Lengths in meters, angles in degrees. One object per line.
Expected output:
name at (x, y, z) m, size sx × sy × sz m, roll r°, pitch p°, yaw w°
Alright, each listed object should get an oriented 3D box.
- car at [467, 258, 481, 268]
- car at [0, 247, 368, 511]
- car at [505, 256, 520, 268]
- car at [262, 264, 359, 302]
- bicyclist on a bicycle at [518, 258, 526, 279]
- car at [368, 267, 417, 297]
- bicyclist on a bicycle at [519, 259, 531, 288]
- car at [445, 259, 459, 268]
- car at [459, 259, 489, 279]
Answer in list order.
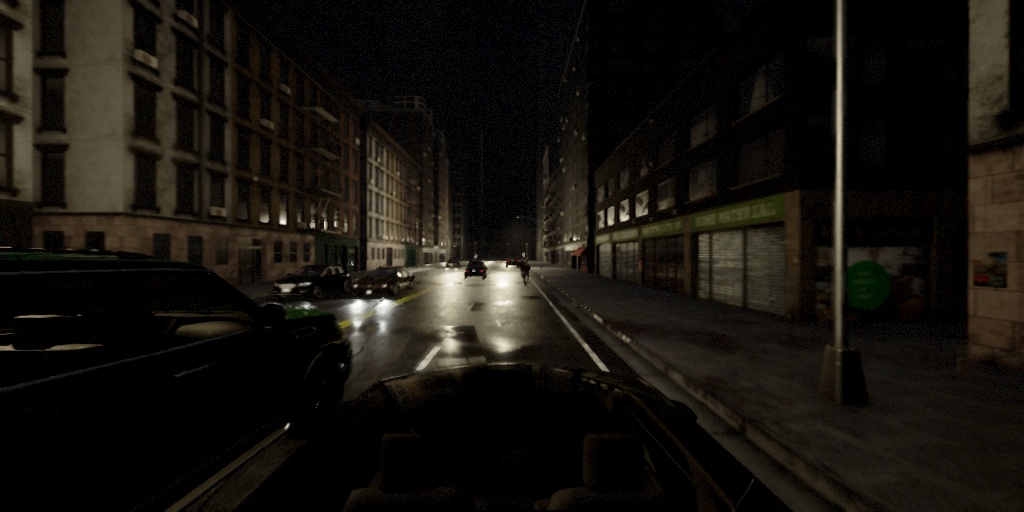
car at (-6.521, 1.196, 61.595) m, size 1.882 × 1.535 × 5.008 m, roll 0°, pitch 0°, yaw 1°
car at (-3.151, 0.971, 2.282) m, size 2.150 × 2.045 × 5.566 m, roll 0°, pitch 0°, yaw 0°
car at (0.067, 0.942, 59.693) m, size 2.150 × 2.045 × 5.566 m, roll 0°, pitch 0°, yaw 0°
car at (-9.845, 1.233, 18.091) m, size 2.128 × 1.511 × 4.902 m, roll 0°, pitch 0°, yaw 0°
bicyclist on a bicycle at (0.898, 1.106, 32.136) m, size 0.659 × 1.776 × 1.843 m, roll 0°, pitch 0°, yaw 0°
car at (-6.597, 1.288, 19.196) m, size 2.033 × 1.411 × 5.357 m, roll 0°, pitch 0°, yaw 0°
bicyclist on a bicycle at (0.897, 1.110, 22.666) m, size 0.659 × 1.776 × 1.843 m, roll 0°, pitch 0°, yaw 0°
car at (-9.782, 1.245, 59.571) m, size 1.812 × 1.442 × 4.674 m, roll 0°, pitch 0°, yaw 1°
car at (-3.144, 1.283, 32.058) m, size 2.033 × 1.411 × 5.357 m, roll 0°, pitch 0°, yaw 0°
